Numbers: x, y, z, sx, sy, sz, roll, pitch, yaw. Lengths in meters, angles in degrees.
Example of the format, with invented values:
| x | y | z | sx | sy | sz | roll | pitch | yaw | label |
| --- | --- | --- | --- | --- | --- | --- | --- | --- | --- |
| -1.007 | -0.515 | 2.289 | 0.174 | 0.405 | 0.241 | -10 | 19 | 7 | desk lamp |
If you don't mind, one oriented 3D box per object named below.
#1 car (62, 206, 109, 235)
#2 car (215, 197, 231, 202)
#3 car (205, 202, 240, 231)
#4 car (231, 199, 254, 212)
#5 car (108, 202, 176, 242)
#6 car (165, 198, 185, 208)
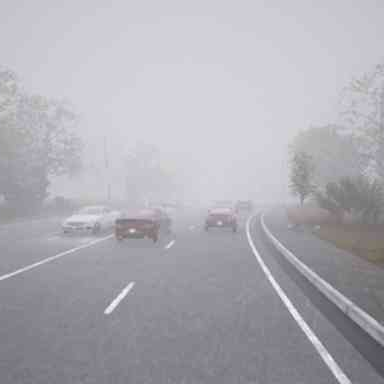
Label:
| x | y | z | sx | sy | sz | roll | pitch | yaw | label |
| --- | --- | --- | --- | --- | --- | --- | --- | --- | --- |
| -5.635 | 1.531 | 19.163 | 1.812 | 1.442 | 4.674 | 0 | 0 | 8 | car |
| 5.518 | 1.574 | 58.810 | 1.882 | 1.535 | 5.008 | 0 | 0 | 24 | car |
| 1.877 | 1.563 | 20.741 | 1.812 | 1.442 | 4.674 | 0 | 0 | 9 | car |
| 6.534 | 1.577 | 40.944 | 2.128 | 1.511 | 4.902 | 0 | 0 | 17 | car |
| -2.250 | 1.493 | 16.551 | 1.882 | 1.535 | 5.008 | 0 | 0 | 7 | car |
| -2.587 | 1.592 | 47.545 | 2.033 | 1.411 | 5.357 | 0 | 0 | 19 | car |
